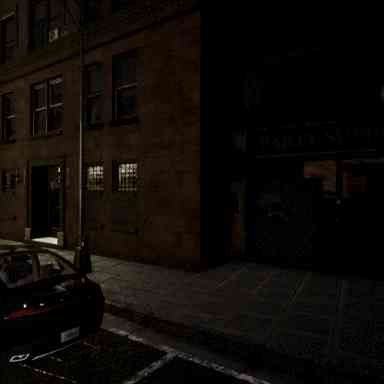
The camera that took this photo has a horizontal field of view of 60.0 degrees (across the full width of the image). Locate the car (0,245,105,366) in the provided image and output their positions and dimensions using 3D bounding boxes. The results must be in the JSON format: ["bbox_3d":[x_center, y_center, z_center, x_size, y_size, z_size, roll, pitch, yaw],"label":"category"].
[{"bbox_3d":[-3.298,1.551,5.448,4.403,1.369,2.008,0,0,36],"label":"car"}]
